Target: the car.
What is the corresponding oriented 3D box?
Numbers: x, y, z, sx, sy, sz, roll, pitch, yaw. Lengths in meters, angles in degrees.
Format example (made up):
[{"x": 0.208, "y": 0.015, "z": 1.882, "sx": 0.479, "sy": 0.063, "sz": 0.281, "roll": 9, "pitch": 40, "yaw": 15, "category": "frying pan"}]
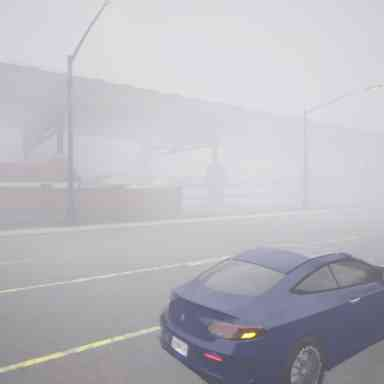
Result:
[{"x": 1.734, "y": 1.519, "z": 4.985, "sx": 4.674, "sy": 1.442, "sz": 1.812, "roll": 0, "pitch": 0, "yaw": -36, "category": "car"}]
